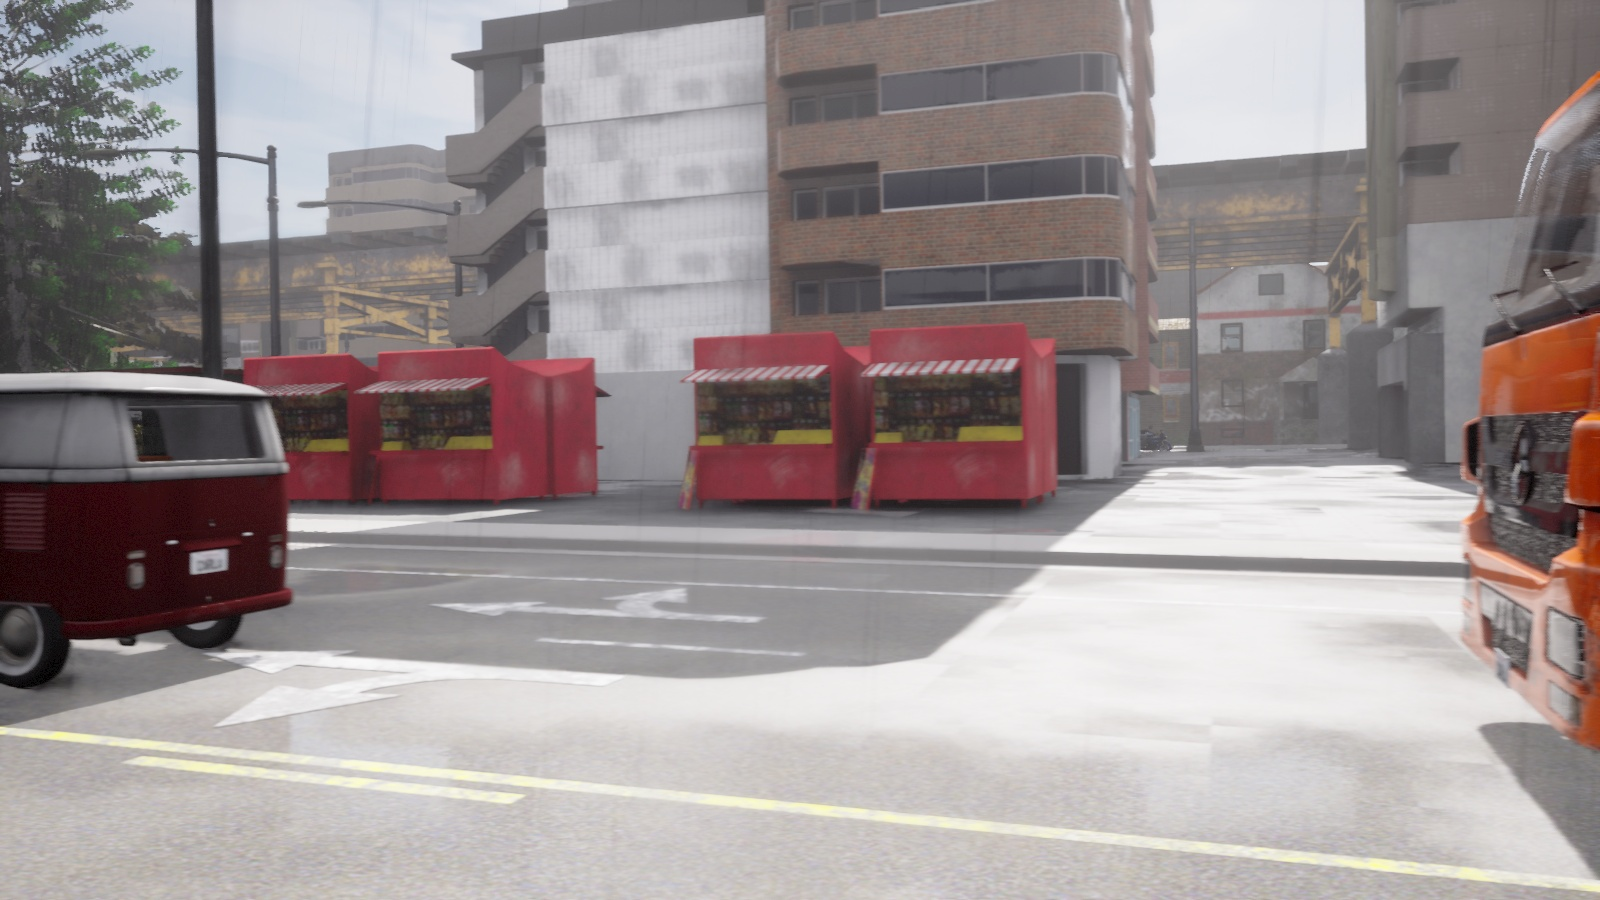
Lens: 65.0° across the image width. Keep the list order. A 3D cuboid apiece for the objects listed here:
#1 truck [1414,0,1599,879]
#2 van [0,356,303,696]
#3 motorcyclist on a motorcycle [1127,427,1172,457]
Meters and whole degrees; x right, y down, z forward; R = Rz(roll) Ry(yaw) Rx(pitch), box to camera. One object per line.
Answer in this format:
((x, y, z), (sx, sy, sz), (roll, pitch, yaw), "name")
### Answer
((6.832, -0.203, 4.564), (7.936, 3.462, 2.891), (1, 1, 19), "truck")
((-5.962, 0.416, 8.888), (4.442, 1.987, 1.775), (0, 1, 19), "van")
((17.991, -0.417, 64.699), (2.191, 1.530, 0.866), (0, 1, 19), "motorcyclist on a motorcycle")
